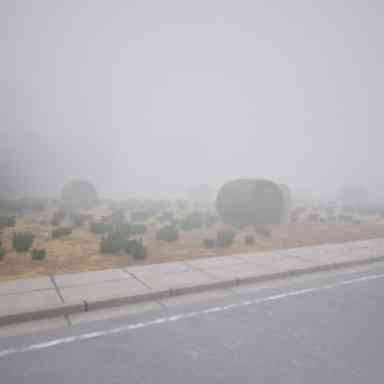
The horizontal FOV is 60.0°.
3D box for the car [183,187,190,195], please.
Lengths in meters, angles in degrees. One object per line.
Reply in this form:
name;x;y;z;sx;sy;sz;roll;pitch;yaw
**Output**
car;-0.714;-0.206;75.296;1.905;1.878;3.866;7;4;14
